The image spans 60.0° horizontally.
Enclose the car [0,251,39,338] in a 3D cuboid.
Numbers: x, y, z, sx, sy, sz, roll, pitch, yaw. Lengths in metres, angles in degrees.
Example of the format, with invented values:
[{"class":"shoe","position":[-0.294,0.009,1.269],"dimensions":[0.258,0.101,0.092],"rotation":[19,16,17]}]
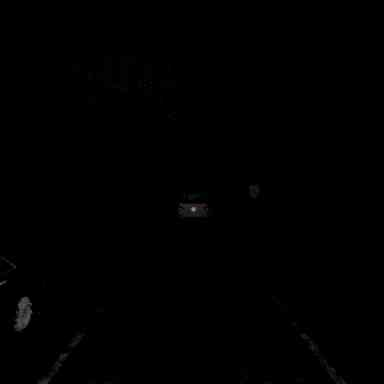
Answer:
[{"class":"car","position":[-3.557,1.508,3.828],"dimensions":[1.837,1.490,4.892],"rotation":[0,-1,0]}]

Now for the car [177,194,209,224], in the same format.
[{"class":"car","position":[0.097,1.176,24.563],"dimensions":[2.150,2.045,5.566],"rotation":[0,1,0]}]

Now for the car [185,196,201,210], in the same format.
[{"class":"car","position":[0.107,1.352,42.901],"dimensions":[1.882,1.535,5.008],"rotation":[0,0,0]}]
